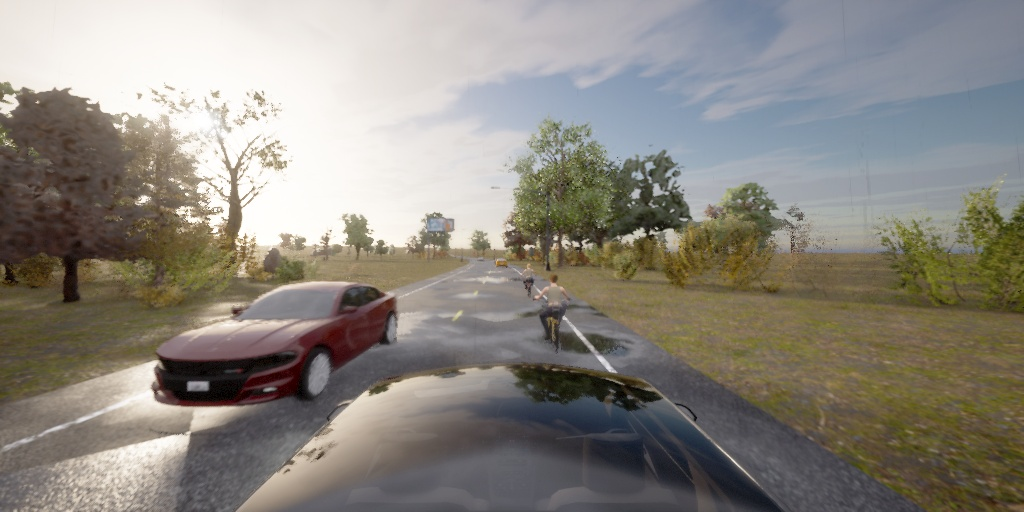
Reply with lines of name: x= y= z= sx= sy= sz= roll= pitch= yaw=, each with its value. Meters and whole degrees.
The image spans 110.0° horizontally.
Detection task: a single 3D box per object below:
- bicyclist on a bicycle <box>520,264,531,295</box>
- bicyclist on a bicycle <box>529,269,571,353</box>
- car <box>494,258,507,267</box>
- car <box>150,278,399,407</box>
bicyclist on a bicycle: x=0.814 y=1.177 z=17.484 sx=0.866 sy=1.612 sz=1.509 roll=0 pitch=0 yaw=-1
bicyclist on a bicycle: x=0.898 y=1.184 z=7.830 sx=0.866 sy=1.612 sz=1.509 roll=0 pitch=0 yaw=0
car: x=-1.852 y=1.163 z=62.428 sx=1.882 sy=1.535 sz=5.008 roll=0 pitch=0 yaw=-4
car: x=-3.633 y=1.226 z=6.627 sx=1.882 sy=1.535 sz=5.008 roll=0 pitch=0 yaw=0
